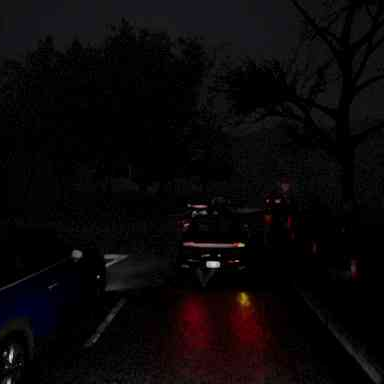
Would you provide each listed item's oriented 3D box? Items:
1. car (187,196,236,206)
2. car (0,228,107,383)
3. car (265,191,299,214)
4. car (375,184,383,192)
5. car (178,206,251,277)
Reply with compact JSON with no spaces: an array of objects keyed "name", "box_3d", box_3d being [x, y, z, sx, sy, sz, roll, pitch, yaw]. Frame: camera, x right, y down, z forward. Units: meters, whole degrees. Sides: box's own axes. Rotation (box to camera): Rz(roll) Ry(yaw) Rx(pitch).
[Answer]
[{"name":"car","box_3d":[1.428,0.996,22.851,2.128,1.511,4.902,2,3,32]},{"name":"car","box_3d":[-2.885,1.335,5.172,2.097,1.767,4.553,0,0,2]},{"name":"car","box_3d":[7.412,0.674,27.079,2.097,1.767,4.553,1,3,26]},{"name":"car","box_3d":[33.556,-0.777,56.727,2.185,1.767,4.553,-1,3,-17]},{"name":"car","box_3d":[0.705,1.417,10.138,2.128,1.511,4.902,0,1,5]}]
